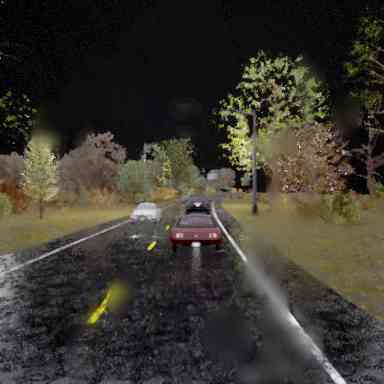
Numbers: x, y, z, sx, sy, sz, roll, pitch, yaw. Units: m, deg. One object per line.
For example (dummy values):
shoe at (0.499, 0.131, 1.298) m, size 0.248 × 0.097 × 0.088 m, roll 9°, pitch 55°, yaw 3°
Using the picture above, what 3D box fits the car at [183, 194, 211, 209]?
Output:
car at (0.584, 1.227, 31.104) m, size 2.150 × 2.045 × 5.566 m, roll 0°, pitch 0°, yaw 2°

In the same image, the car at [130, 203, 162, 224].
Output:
car at (-3.303, 1.533, 24.767) m, size 1.812 × 1.442 × 4.674 m, roll 0°, pitch 0°, yaw 2°

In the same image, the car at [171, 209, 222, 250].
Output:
car at (0.172, 1.604, 14.235) m, size 1.895 × 1.301 × 4.718 m, roll 0°, pitch 0°, yaw 1°

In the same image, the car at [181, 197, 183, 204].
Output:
car at (-1.043, 1.362, 66.275) m, size 2.097 × 1.767 × 4.553 m, roll 0°, pitch 0°, yaw 5°
